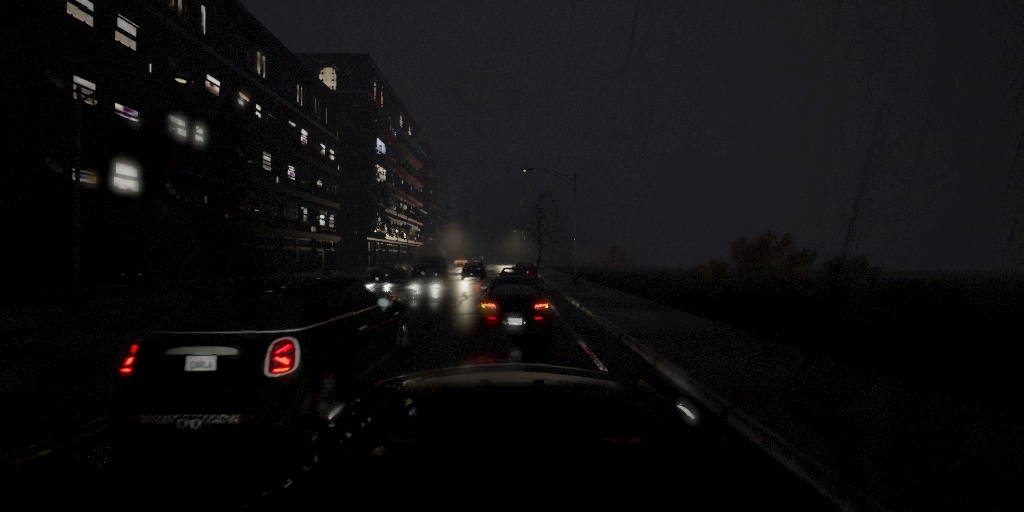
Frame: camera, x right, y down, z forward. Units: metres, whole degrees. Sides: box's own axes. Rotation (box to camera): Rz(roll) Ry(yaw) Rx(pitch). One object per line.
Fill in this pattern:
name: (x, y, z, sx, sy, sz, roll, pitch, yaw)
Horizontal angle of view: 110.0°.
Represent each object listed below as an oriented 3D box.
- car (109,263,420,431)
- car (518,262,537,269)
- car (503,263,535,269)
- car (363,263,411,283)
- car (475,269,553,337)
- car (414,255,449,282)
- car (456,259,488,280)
car: (-3.163, 1.104, 5.765, 2.097, 1.767, 4.553, 0, 0, 0)
car: (1.065, 1.232, 29.878, 1.882, 1.535, 5.008, 0, 0, 0)
car: (0.053, 1.317, 20.350, 1.994, 1.385, 4.181, 0, 0, 0)
car: (-9.919, 1.301, 28.997, 2.033, 1.411, 5.357, 0, 0, 0)
car: (0.070, 1.277, 10.183, 1.812, 1.442, 4.674, 0, 0, 0)
car: (-6.672, 0.975, 29.729, 2.150, 2.045, 5.566, 0, 0, 0)
car: (-3.231, 1.246, 31.246, 2.128, 1.511, 4.902, 0, 0, 0)
